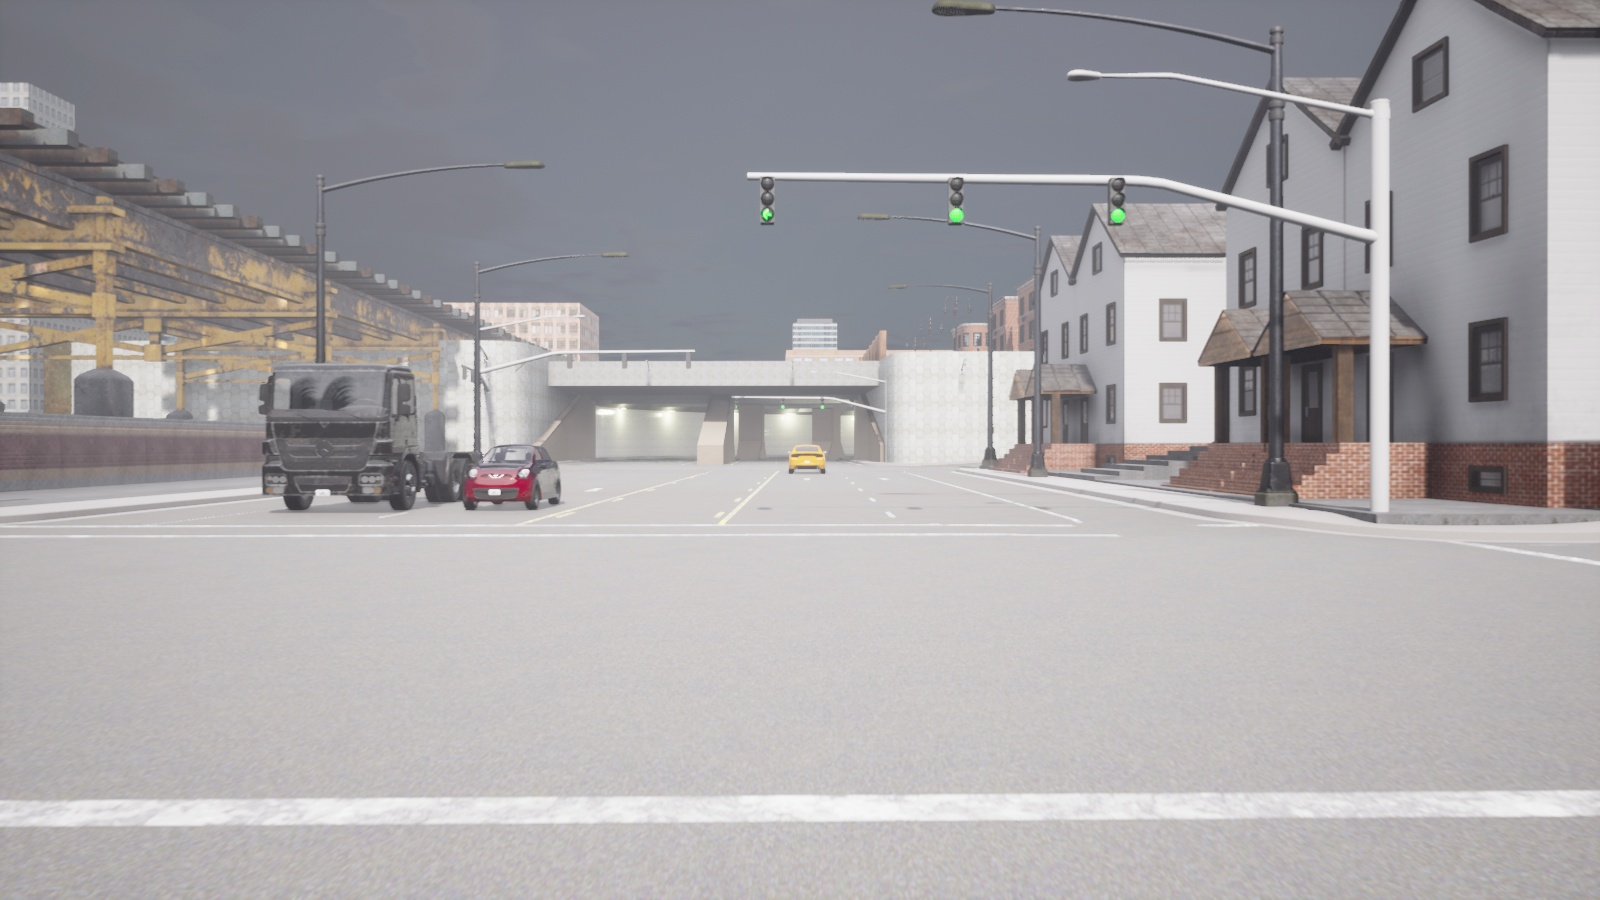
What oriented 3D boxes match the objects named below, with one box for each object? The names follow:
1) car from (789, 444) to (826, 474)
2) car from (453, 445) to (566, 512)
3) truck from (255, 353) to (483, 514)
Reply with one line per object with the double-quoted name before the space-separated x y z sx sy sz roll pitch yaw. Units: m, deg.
"car" 0.383 0.451 66.673 1.882 1.535 5.008 0 0 0
"car" -6.821 0.633 29.833 1.845 1.501 3.633 0 0 0
"truck" -10.312 -0.371 31.121 2.891 3.462 7.936 0 0 0
